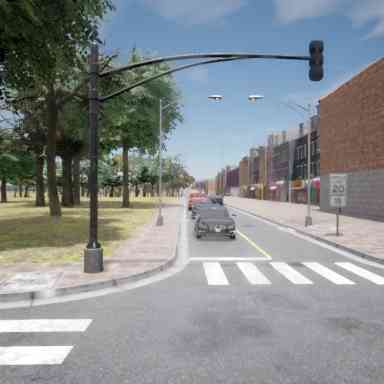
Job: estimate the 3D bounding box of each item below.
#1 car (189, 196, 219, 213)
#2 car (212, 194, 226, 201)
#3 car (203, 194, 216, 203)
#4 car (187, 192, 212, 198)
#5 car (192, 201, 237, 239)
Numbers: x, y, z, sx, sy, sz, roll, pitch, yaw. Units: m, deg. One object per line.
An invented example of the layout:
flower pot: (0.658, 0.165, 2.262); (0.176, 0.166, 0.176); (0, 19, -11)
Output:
car: (0.899, 1.361, 27.271); (1.837, 1.490, 4.892); (0, 0, -1)
car: (3.424, 1.241, 48.227); (1.837, 1.490, 4.892); (0, -1, -1)
car: (3.156, 1.192, 61.591); (2.128, 1.511, 4.902); (0, 0, -1)
car: (0.695, 1.000, 37.980); (2.150, 2.045, 5.566); (0, 0, -1)
car: (1.097, 1.454, 17.221); (1.837, 1.490, 4.892); (0, 1, -1)
